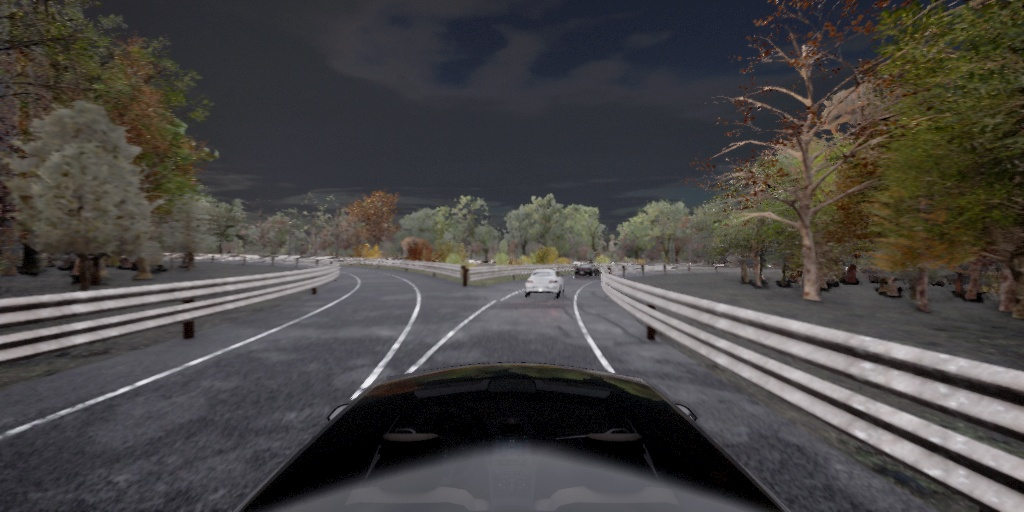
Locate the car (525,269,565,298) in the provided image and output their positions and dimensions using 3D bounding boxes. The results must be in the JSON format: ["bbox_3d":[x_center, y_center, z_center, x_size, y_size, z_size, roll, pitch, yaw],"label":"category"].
[{"bbox_3d":[1.910,1.449,20.105,1.812,1.442,4.674,0,0,12],"label":"car"}]

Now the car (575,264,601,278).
[{"bbox_3d":[8.507,1.622,39.722,1.882,1.535,5.008,-1,-1,28],"label":"car"}]
